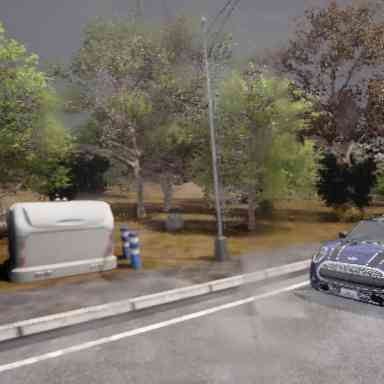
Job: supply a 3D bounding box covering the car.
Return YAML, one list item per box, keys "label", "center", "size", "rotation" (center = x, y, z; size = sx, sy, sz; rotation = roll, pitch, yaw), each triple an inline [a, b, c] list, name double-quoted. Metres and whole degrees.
- label: "car"
  center: [4.755, 1.366, 7.867]
  size: [4.553, 1.767, 2.097]
  rotation: [0, -1, -40]
